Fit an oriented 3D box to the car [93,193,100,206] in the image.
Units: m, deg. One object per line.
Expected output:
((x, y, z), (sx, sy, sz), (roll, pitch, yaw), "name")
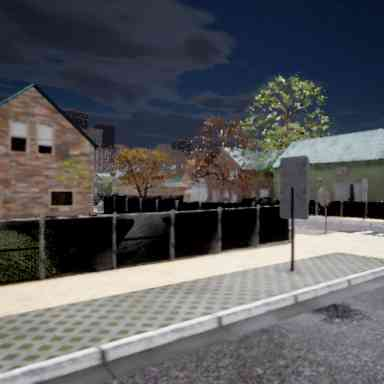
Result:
((-15.552, 0.934, 49.242), (2.150, 2.045, 5.566), (1, 0, -37), "car")
